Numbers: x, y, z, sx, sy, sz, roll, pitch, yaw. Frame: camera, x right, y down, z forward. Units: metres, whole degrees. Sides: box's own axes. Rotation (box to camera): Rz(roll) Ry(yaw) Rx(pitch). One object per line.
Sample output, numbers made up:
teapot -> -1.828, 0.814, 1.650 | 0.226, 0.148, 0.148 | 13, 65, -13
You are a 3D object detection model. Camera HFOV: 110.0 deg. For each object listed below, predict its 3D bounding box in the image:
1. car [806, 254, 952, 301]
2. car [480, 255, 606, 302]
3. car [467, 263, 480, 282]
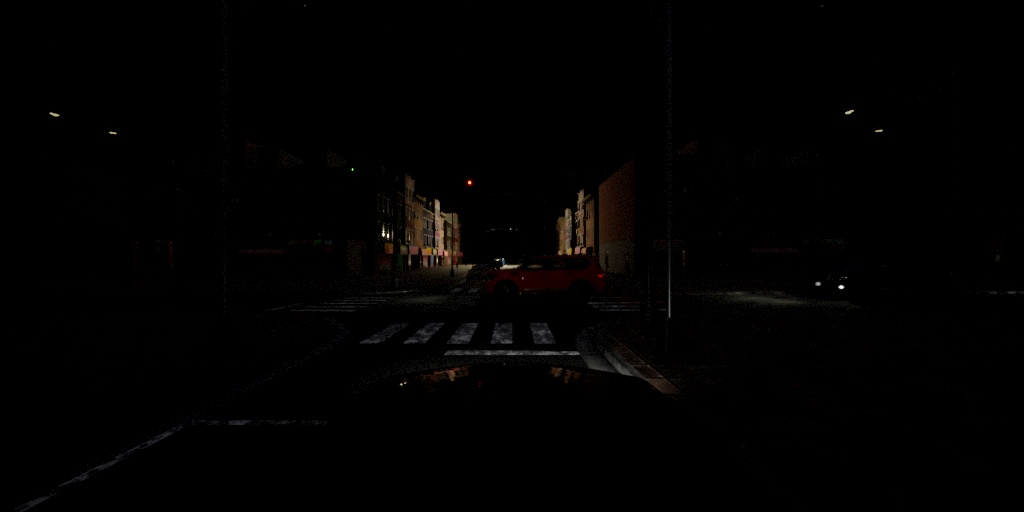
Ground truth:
car -> 17.027, 0.952, 16.680 | 5.566, 2.045, 2.150 | 0, 0, 0
car -> 1.499, 0.985, 16.704 | 5.566, 2.045, 2.150 | 0, 0, 0
car -> -2.623, 1.292, 28.713 | 1.751, 1.417, 4.829 | 0, 0, 0
